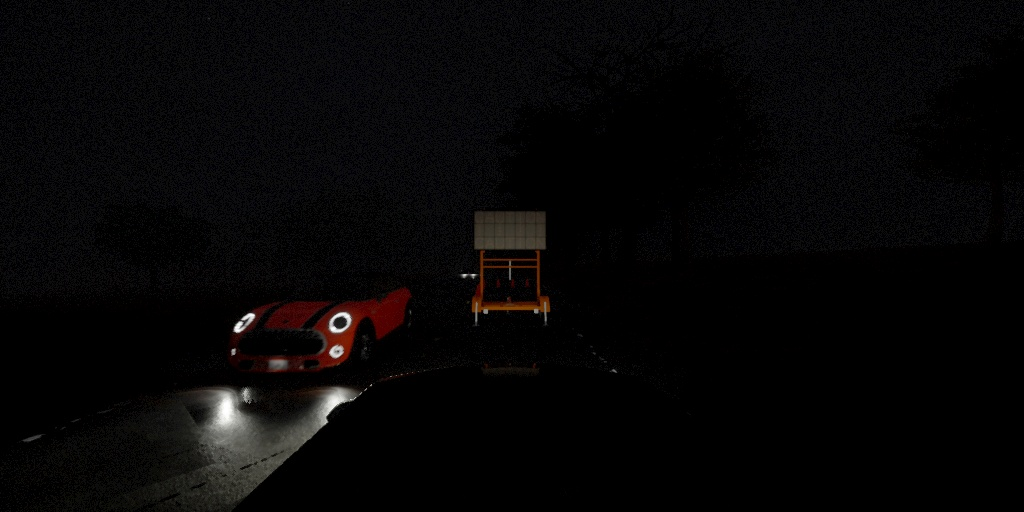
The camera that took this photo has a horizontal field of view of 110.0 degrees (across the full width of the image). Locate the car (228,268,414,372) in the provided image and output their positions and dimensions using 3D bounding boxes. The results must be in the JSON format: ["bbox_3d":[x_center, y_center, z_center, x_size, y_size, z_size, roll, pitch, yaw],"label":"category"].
[{"bbox_3d":[-3.668,1.105,7.826,2.097,1.767,4.553,0,0,-1],"label":"car"}]

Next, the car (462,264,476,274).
[{"bbox_3d":[-6.056,1.837,50.587,2.033,1.411,5.357,0,-1,-6],"label":"car"}]

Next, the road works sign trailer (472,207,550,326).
[{"bbox_3d":[-0.065,0.231,11.701,2.380,3.560,2.880,0,0,-2],"label":"road works sign trailer"}]
